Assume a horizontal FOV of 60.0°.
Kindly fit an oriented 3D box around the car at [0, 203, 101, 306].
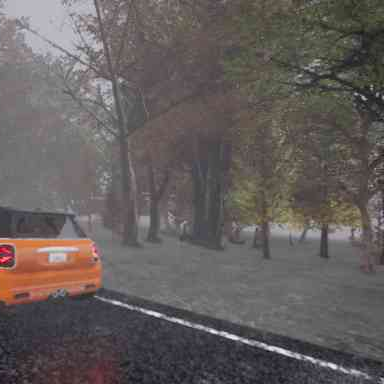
[{"bbox_3d":[-3.894,1.059,6.586,4.553,1.767,2.097,1,-6,35],"label":"car"}]
